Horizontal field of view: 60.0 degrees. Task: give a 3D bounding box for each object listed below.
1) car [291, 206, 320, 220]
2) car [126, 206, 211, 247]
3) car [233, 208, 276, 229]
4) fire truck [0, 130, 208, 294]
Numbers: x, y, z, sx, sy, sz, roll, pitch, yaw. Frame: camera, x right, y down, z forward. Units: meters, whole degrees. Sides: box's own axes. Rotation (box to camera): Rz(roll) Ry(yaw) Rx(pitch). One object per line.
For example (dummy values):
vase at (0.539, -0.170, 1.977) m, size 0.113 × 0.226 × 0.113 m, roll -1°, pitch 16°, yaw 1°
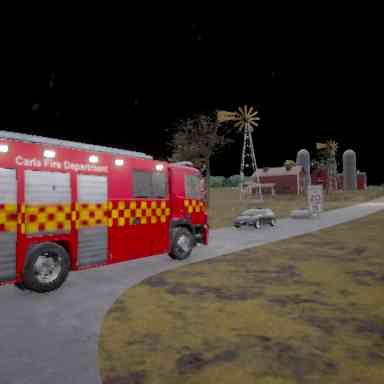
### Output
car at (12.306, 2.248, 36.107) m, size 1.895 × 1.301 × 4.718 m, roll -2°, pitch -1°, yaw 36°
car at (-1.086, 1.684, 17.664) m, size 2.097 × 1.767 × 4.553 m, roll -2°, pitch -2°, yaw 36°
car at (4.964, 2.020, 26.002) m, size 1.837 × 1.490 × 4.892 m, roll -2°, pitch -2°, yaw 36°
fire truck at (-2.929, 0.462, 10.304) m, size 2.891 × 3.827 × 8.468 m, roll -2°, pitch -2°, yaw 36°
